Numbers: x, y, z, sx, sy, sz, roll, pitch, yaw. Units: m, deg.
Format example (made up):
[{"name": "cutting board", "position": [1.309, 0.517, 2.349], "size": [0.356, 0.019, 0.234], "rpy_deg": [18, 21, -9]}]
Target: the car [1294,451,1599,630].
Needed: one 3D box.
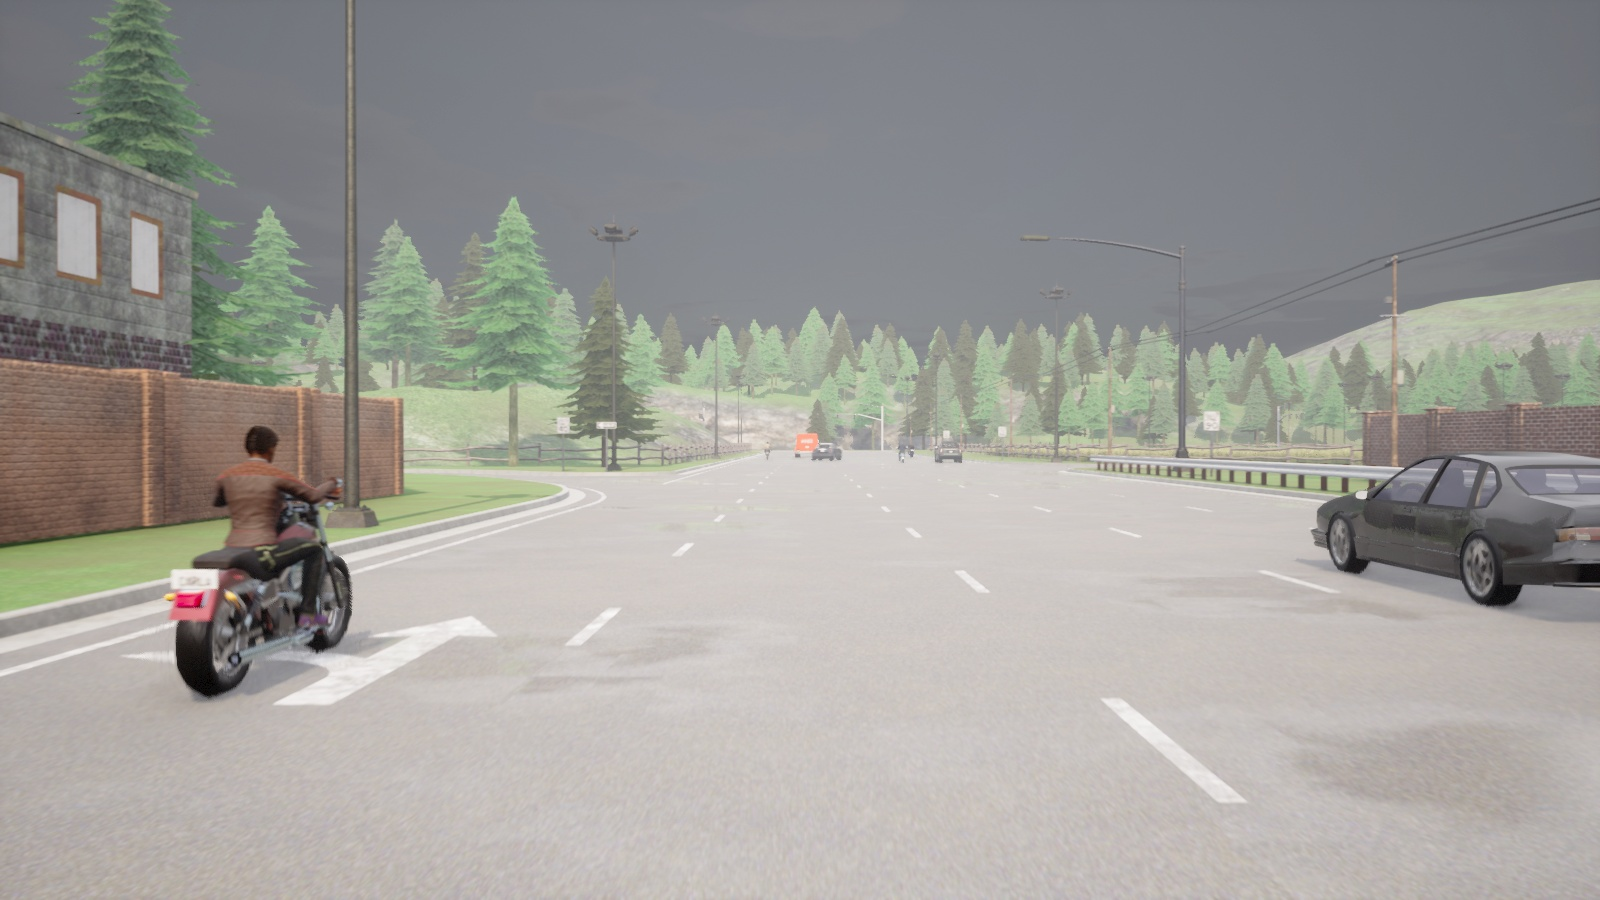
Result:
[{"name": "car", "position": [7.088, 0.728, 12.769], "size": [2.033, 1.411, 5.357], "rpy_deg": [0, 0, 0]}]

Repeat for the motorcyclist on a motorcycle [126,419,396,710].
[{"name": "motorcyclist on a motorcycle", "position": [-3.438, 0.647, 8.309], "size": [0.766, 1.649, 2.350], "rpy_deg": [0, 0, 0]}]

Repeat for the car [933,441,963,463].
[{"name": "car", "position": [11.045, 0.125, 93.864], "size": [1.851, 1.617, 3.988], "rpy_deg": [0, 0, 0]}]
